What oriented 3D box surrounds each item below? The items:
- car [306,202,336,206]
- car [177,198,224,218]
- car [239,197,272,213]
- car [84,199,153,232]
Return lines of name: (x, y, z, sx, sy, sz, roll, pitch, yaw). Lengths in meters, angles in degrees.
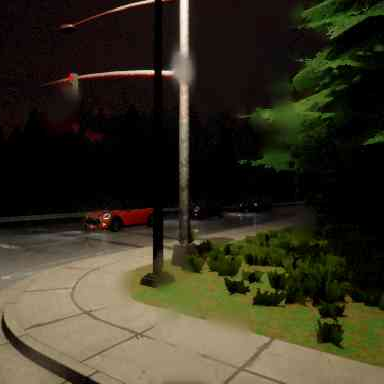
car: (16.413, 1.195, 42.900, 2.150, 2.045, 5.566, 0, 0, 36)
car: (0.790, 1.327, 27.336, 2.097, 1.767, 4.553, 0, 0, 35)
car: (6.928, 1.325, 36.102, 2.097, 1.767, 4.553, 0, 0, 36)
car: (-4.223, 1.325, 20.087, 2.097, 1.767, 4.553, 0, 0, 35)
